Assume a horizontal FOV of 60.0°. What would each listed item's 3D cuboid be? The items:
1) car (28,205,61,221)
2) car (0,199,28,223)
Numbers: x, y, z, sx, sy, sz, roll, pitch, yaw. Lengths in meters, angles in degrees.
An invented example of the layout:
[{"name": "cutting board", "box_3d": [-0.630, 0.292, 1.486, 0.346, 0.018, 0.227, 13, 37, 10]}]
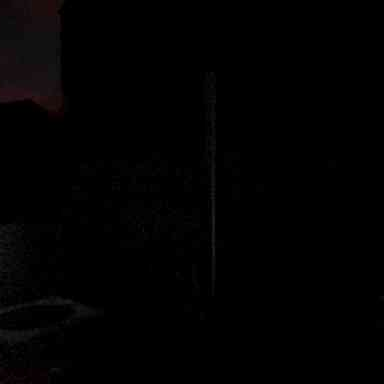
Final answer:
[{"name": "car", "box_3d": [-12.498, 1.785, 29.538, 1.947, 1.339, 4.313, -1, -1, 35]}, {"name": "car", "box_3d": [-15.643, 1.492, 25.119, 2.192, 1.841, 5.009, -1, -1, 35]}]
